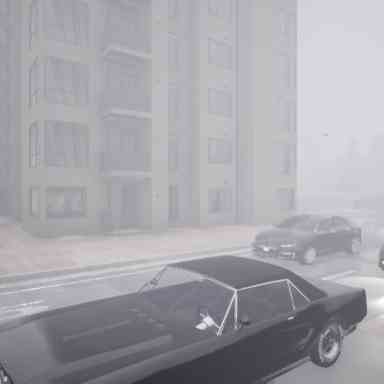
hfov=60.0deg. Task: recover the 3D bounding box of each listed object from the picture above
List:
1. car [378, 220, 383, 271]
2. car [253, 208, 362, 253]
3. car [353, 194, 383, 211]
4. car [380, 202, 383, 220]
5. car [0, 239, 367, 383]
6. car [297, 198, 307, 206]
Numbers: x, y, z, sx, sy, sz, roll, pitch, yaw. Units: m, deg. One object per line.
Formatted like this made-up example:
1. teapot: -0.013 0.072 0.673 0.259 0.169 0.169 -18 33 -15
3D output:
1. car: 7.077 1.563 9.550 4.181 1.385 1.994 0 0 -40
2. car: 4.155 1.505 11.652 4.892 1.490 1.837 0 0 -39
3. car: 22.717 1.221 41.459 2.150 2.045 5.566 0 0 -13
4. car: 13.607 1.564 21.609 1.994 1.385 4.181 0 0 29
5. car: 0.162 1.601 4.155 4.718 1.301 1.895 0 0 -37
6. car: 16.394 1.601 54.732 1.895 1.301 4.718 0 0 -33
